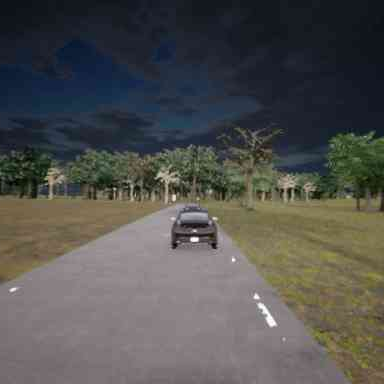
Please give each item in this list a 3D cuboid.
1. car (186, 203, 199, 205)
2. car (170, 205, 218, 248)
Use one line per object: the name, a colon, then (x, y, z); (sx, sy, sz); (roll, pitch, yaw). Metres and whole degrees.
car: (0.086, 1.882, 37.612); (1.895, 1.301, 4.718); (0, -1, 0)
car: (0.095, 1.541, 14.870); (1.837, 1.490, 4.892); (0, 0, 0)
